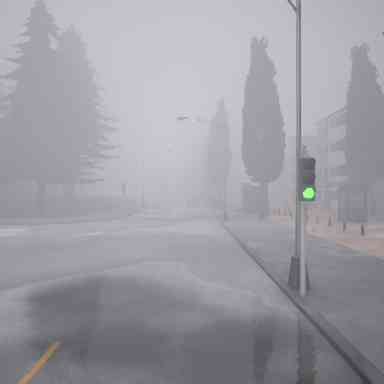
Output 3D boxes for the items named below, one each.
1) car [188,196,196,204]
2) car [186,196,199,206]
[{"bbox_3d":[0.012,1.676,73.088,1.882,1.535,5.008,0,0,0],"label":"car"},{"bbox_3d":[0.081,1.569,55.232,1.994,1.385,4.181,0,0,0],"label":"car"}]
